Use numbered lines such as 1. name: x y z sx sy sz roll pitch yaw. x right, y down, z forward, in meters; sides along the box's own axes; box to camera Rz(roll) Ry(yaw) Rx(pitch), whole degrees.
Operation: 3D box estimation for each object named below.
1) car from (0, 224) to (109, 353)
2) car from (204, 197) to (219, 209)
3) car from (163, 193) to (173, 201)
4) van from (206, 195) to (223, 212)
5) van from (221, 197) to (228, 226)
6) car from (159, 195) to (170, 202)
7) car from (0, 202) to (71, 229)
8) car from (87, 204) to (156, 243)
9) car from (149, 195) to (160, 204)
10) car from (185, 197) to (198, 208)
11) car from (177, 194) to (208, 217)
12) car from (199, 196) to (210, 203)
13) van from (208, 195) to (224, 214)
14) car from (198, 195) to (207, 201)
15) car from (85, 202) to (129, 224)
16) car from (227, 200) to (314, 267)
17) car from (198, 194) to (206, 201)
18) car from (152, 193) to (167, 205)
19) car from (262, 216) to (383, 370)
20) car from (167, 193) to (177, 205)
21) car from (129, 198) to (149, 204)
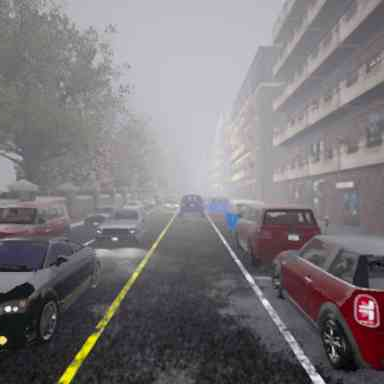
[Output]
1. car: -3.115 1.554 6.166 1.994 1.385 4.181 0 0 0
2. car: 2.563 1.429 44.511 1.752 1.417 4.829 1 0 0
3. car: -5.937 1.147 82.978 2.192 1.841 5.009 1 0 0
4. van: 2.585 1.257 38.818 1.690 1.788 3.998 1 0 0
5. van: 2.656 1.303 16.723 1.690 1.788 3.998 1 0 0
6. car: -5.906 1.421 71.932 1.947 1.339 4.313 1 0 0
7. car: -5.705 1.298 11.173 2.192 1.841 5.009 1 0 0
8. car: -3.142 1.517 16.163 2.033 1.411 5.357 0 0 0
9. car: -5.817 1.464 44.314 2.008 1.369 4.403 1 0 0
10. car: -0.050 1.426 47.224 1.812 1.442 4.674 0 0 0
11. car: 0.007 1.161 30.256 2.150 2.045 5.566 0 1 0
12. car: 2.491 1.424 66.434 1.947 1.339 4.313 1 0 0
13. van: 2.602 1.268 33.295 1.690 1.788 3.998 1 0 0
14. car: 2.456 1.400 77.482 1.947 1.339 4.313 1 0 0
15. car: -5.745 1.525 22.222 1.947 1.339 4.313 1 0 0
16. car: 2.674 1.289 11.200 2.192 1.841 5.009 1 0 0
17. car: 2.440 1.263 83.005 1.967 1.590 4.097 1 0 0
18. car: -5.848 1.205 55.361 2.192 1.841 5.009 1 0 0
19. car: 2.690 1.425 5.677 1.967 1.590 4.097 1 0 0
20. car: -3.221 1.386 57.605 1.837 1.490 4.892 0 0 0
21. car: -5.780 1.462 33.098 1.752 1.417 4.829 1 0 0
